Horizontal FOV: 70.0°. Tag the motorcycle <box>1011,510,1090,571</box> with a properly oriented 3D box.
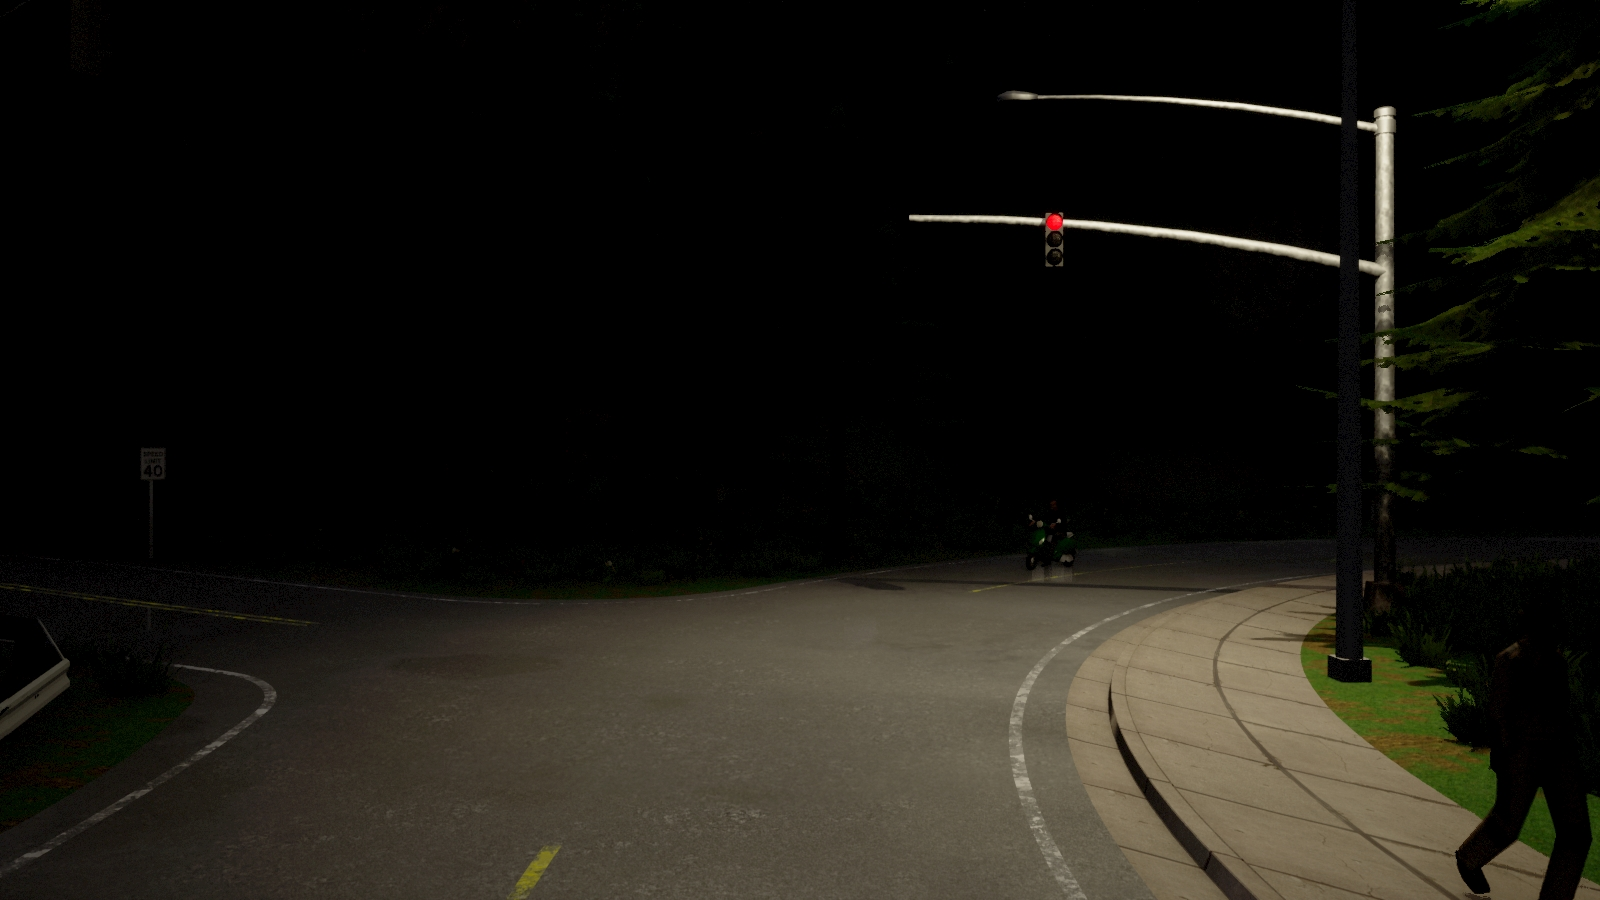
[{"bbox_3d":[5.937,2.115,27.011,1.805,1.316,0.856,0,0,-37],"label":"motorcycle"}]

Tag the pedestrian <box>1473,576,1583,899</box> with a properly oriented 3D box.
[{"bbox_3d":[4.130,1.671,6.493,0.375,1.860,0.375,0,0,-11],"label":"pedestrian"}]
